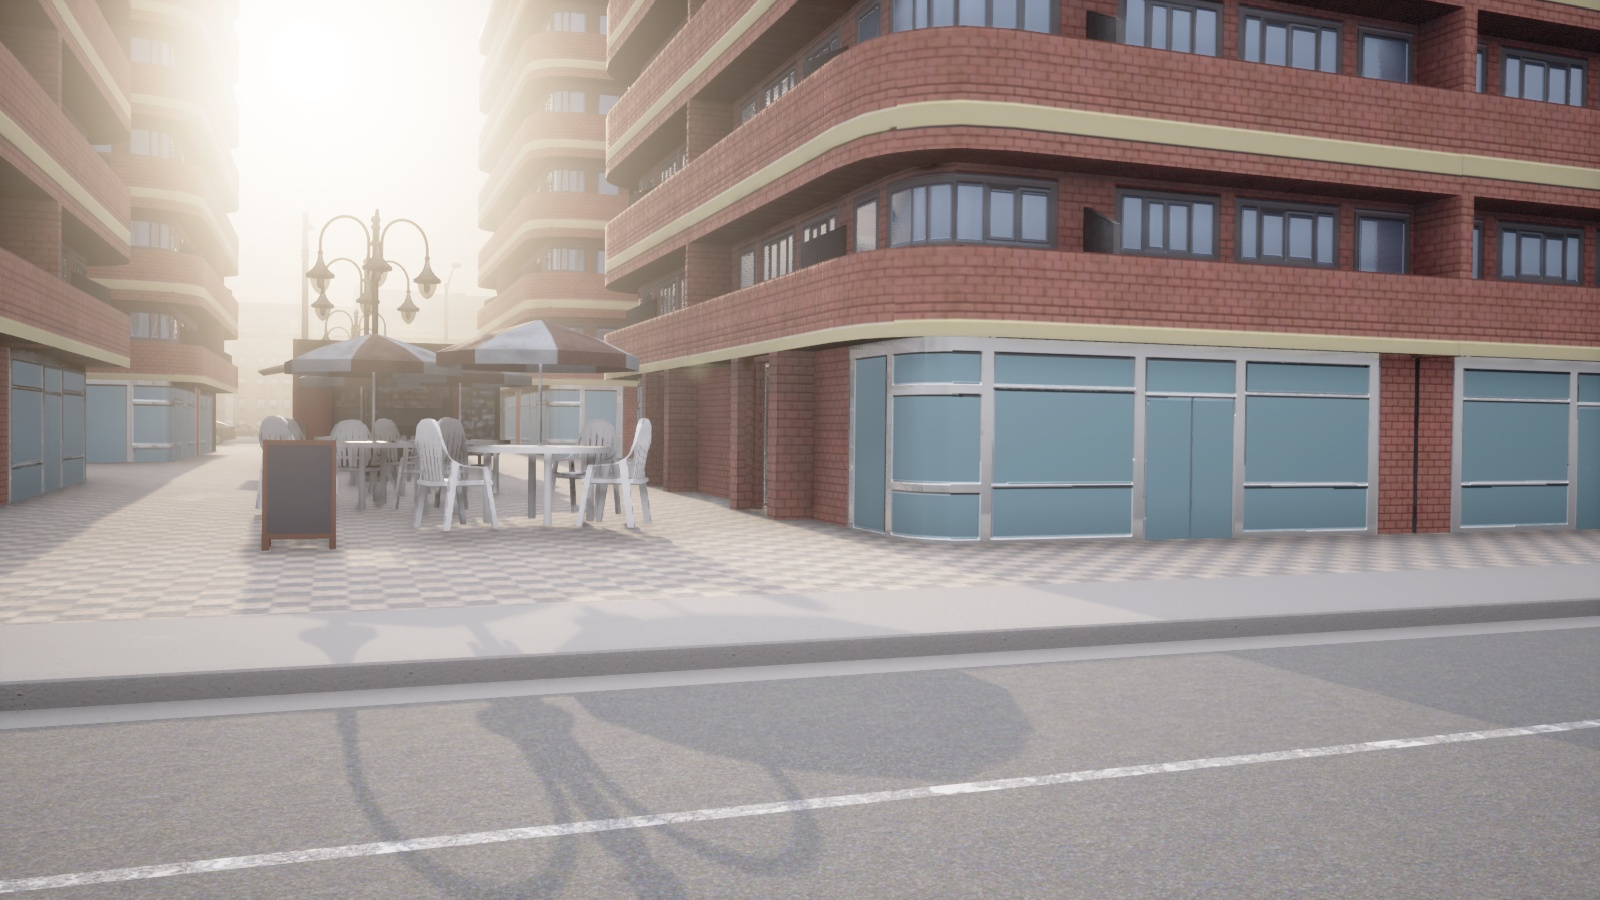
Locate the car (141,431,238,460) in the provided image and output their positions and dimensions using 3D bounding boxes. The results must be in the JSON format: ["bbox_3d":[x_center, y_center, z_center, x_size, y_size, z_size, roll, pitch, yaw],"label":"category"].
[{"bbox_3d":[-35.681,-0.273,73.547,4.892,1.490,1.837,-2,1,-21],"label":"car"}]
